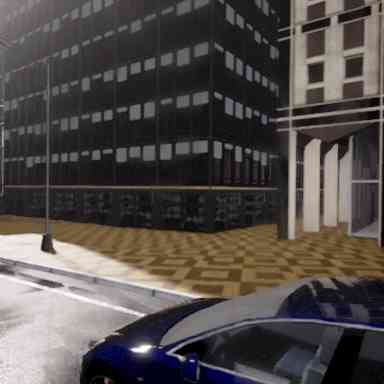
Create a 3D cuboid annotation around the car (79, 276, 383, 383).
[{"bbox_3d":[1.099,1.512,2.778,4.792,1.488,2.163,-1,-1,36],"label":"car"}]
